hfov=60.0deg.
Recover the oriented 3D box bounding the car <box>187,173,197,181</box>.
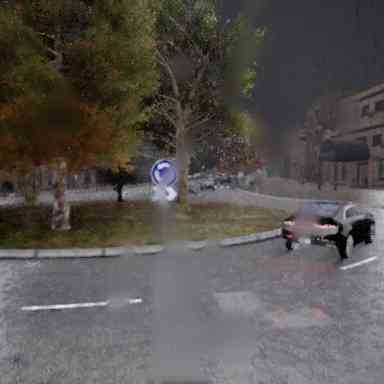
[{"bbox_3d":[-0.760,-3.903,94.714,2.097,1.535,5.008,1,4,13],"label":"car"}]

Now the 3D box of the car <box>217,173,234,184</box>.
[{"bbox_3d":[7.367,-2.739,72.714,2.150,2.045,5.566,0,4,8],"label":"car"}]

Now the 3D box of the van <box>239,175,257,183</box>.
[{"bbox_3d":[13.813,-3.275,82.084,4.442,1.987,1.878,1,4,10],"label":"van"}]

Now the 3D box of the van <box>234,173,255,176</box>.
[{"bbox_3d":[11.919,-2.536,71.475,4.442,1.987,1.878,0,4,8],"label":"van"}]

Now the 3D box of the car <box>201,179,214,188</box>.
[{"bbox_3d":[2.907,-1.596,62.150,1.994,1.385,4.181,0,4,8],"label":"car"}]

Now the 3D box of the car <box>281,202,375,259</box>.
[{"bbox_3d":[4.677,1.071,11.058,2.128,1.511,4.902,2,3,40],"label":"car"}]

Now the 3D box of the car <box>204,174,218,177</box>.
[{"bbox_3d":[4.478,-2.577,73.704,2.097,1.767,4.553,0,4,8],"label":"car"}]

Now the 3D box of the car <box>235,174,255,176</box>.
[{"bbox_3d":[11.670,-2.251,68.739,4.553,1.767,2.185,0,4,8],"label":"car"}]

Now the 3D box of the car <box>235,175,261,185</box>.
[{"bbox_3d":[12.451,-2.744,74.164,5.566,2.045,2.435,1,4,9],"label":"car"}]

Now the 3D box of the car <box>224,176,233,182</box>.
[{"bbox_3d":[9.568,-3.459,86.183,1.837,1.490,4.892,1,4,11],"label":"car"}]

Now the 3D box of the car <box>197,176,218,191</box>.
[{"bbox_3d":[2.387,-1.160,52.185,2.097,1.767,4.553,0,4,-1],"label":"car"}]

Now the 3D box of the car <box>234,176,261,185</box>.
[{"bbox_3d":[11.238,-1.942,66.032,4.892,1.521,2.231,0,4,8],"label":"car"}]
